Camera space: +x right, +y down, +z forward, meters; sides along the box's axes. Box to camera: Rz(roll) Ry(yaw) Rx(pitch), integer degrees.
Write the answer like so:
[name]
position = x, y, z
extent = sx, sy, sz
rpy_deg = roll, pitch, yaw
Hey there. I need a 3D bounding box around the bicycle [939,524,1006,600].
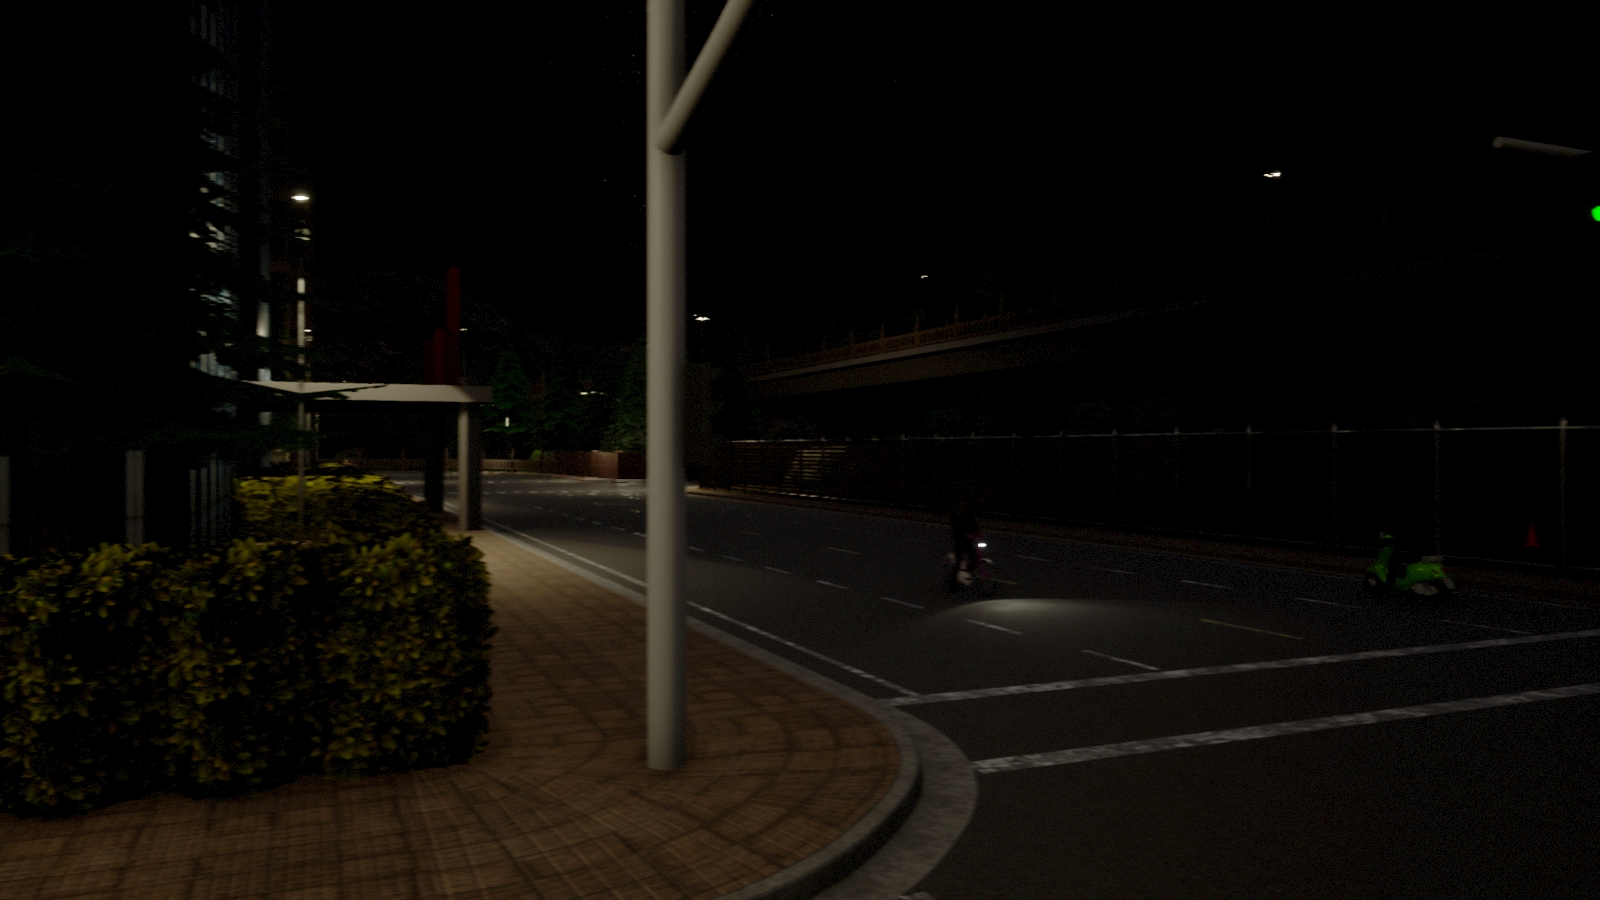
[bicycle]
position = 3.237, 2.092, 21.615
extent = 0.329, 1.271, 1.835
rpy_deg = 0, 0, -23
